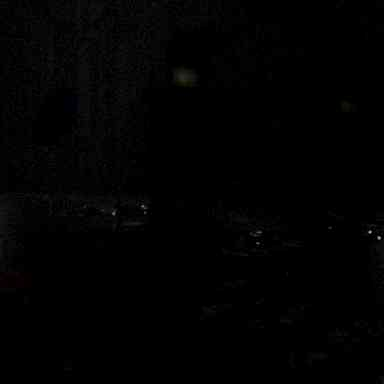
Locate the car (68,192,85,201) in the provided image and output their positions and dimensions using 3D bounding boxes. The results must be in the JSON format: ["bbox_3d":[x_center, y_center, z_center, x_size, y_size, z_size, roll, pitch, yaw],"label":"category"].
[{"bbox_3d":[-22.913,0.880,65.778,1.882,1.535,5.008,-1,1,-36],"label":"car"}]

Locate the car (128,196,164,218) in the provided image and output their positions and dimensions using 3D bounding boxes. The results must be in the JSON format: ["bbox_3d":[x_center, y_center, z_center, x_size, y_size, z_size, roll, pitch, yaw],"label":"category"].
[{"bbox_3d":[-4.256,1.174,28.362,2.097,1.767,4.553,-1,1,-36],"label":"car"}]

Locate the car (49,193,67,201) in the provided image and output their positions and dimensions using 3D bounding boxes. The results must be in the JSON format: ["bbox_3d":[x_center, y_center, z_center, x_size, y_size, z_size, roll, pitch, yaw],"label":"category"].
[{"bbox_3d":[-26.123,0.988,64.677,2.033,1.411,5.357,-1,1,-36],"label":"car"}]

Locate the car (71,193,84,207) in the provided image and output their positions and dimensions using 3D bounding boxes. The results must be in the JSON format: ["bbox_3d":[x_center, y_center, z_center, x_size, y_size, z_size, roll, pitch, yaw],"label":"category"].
[{"bbox_3d":[-13.914,1.168,41.832,1.882,1.535,5.008,-1,1,-35],"label":"car"}]

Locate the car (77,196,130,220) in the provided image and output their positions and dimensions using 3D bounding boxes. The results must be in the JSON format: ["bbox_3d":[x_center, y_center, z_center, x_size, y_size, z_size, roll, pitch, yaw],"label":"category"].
[{"bbox_3d":[-7.285,1.357,27.011,2.128,1.511,4.902,-1,1,-36],"label":"car"}]

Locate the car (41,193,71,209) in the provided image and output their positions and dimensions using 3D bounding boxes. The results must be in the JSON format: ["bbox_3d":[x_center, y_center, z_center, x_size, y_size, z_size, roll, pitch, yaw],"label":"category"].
[{"bbox_3d":[-16.652,1.088,40.073,2.097,1.767,4.553,-1,1,-35],"label":"car"}]

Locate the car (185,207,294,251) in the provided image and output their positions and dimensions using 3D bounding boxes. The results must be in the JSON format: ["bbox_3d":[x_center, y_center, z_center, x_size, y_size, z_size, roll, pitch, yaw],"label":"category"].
[{"bbox_3d":[1.670,1.467,14.561,1.882,1.535,5.008,-1,1,-36],"label":"car"}]

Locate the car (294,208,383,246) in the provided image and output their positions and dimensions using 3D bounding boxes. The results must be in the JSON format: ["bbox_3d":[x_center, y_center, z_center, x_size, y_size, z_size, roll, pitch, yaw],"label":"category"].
[{"bbox_3d":[5.741,1.490,15.458,5.357,1.411,2.033,0,1,44],"label":"car"}]

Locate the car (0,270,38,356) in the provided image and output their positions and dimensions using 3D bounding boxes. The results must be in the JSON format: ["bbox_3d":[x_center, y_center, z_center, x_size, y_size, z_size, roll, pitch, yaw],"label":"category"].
[{"bbox_3d":[-4.186,1.545,3.665,4.507,1.381,1.887,0,-1,-36],"label":"car"}]
